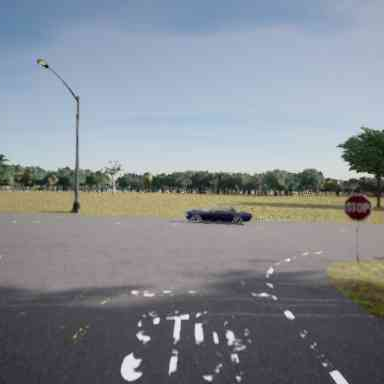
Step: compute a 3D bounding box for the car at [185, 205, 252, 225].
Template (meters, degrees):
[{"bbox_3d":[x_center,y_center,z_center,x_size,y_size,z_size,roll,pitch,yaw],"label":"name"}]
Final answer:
[{"bbox_3d":[1.851,1.609,23.951,4.718,1.301,1.895,2,1,0],"label":"car"}]
